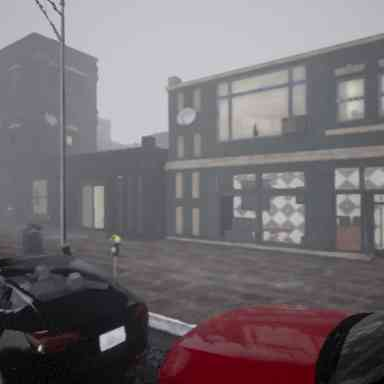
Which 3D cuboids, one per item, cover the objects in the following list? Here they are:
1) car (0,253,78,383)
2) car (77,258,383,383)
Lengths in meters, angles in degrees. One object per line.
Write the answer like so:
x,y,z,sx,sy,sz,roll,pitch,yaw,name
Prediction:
-2.517,1.556,4.677,4.313,1.339,1.947,0,0,35,car
1.990,1.317,1.467,5.009,1.841,2.192,0,0,36,car
